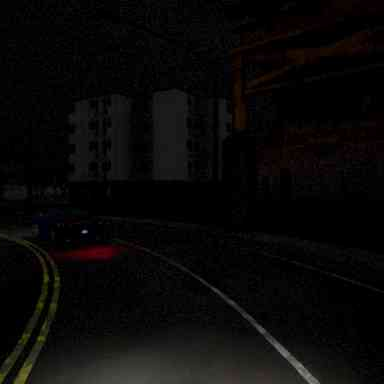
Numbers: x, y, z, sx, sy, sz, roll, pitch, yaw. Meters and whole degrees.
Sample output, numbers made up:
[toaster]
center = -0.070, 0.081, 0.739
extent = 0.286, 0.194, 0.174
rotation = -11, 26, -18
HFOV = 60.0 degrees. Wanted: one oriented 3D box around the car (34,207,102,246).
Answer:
[car]
center = -5.774, 1.423, 15.237
extent = 1.882, 1.535, 5.008
rotation = 0, 0, -37
